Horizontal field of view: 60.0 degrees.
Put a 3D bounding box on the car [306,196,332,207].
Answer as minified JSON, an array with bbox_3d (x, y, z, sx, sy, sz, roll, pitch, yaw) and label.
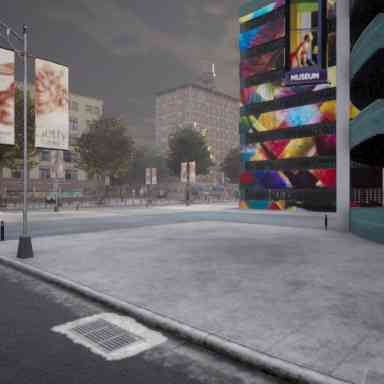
[{"bbox_3d":[19.548,1.413,51.047,2.161,1.482,4.786,0,0,43],"label":"car"}]

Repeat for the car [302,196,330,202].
[{"bbox_3d":[14.241,1.320,39.318,2.002,1.452,4.674,0,0,43],"label":"car"}]
